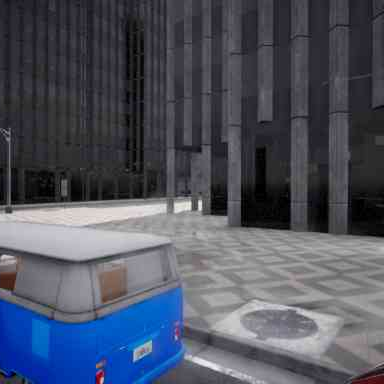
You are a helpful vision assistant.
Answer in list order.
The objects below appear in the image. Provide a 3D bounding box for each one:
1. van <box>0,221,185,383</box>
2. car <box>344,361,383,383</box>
[{"bbox_3d":[-1.993,1.341,4.383,3.998,1.788,1.690,0,0,35],"label":"van"},{"bbox_3d":[2.507,1.440,1.179,4.097,1.590,1.967,0,0,35],"label":"car"}]
